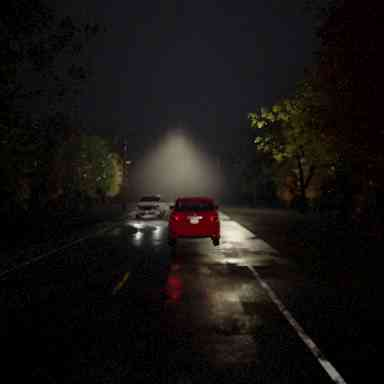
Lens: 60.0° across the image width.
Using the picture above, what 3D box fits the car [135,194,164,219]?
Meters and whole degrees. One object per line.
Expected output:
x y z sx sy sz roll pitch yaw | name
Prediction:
-3.588 1.244 29.359 2.150 2.045 5.566 0 0 0 | car

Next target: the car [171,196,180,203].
-3.476 1.541 70.885 1.837 1.490 4.892 0 0 0 | car

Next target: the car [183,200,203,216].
0.109 1.551 33.161 1.812 1.442 4.674 0 0 0 | car

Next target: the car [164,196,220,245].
0.103 1.234 15.710 2.150 2.045 5.566 0 0 0 | car
